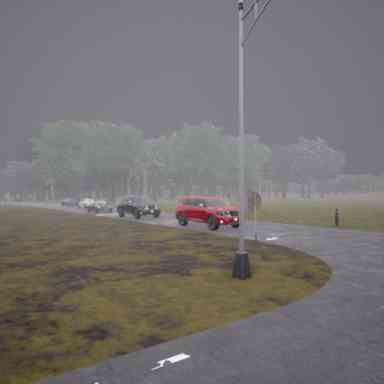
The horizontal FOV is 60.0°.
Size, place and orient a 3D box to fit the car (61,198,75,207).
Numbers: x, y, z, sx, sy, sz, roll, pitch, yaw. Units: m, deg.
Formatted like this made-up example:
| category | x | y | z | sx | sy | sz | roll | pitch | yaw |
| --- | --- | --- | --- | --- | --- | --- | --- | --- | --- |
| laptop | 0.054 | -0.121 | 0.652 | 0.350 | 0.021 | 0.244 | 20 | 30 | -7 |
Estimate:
| category | x | y | z | sx | sy | sz | roll | pitch | yaw |
| --- | --- | --- | --- | --- | --- | --- | --- | --- | --- |
| car | -21.811 | 1.782 | 59.096 | 2.128 | 1.511 | 4.902 | -2 | 0 | -36 |

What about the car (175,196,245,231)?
| category | x | y | z | sx | sy | sz | roll | pitch | yaw |
| --- | --- | --- | --- | --- | --- | --- | --- | --- | --- |
| car | 1.009 | 1.286 | 22.110 | 2.150 | 2.045 | 5.566 | -2 | 1 | -35 |

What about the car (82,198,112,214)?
| category | x | y | z | sx | sy | sz | roll | pitch | yaw |
| --- | --- | --- | --- | --- | --- | --- | --- | --- | --- |
| car | -10.799 | 1.671 | 38.642 | 1.812 | 1.442 | 4.674 | -2 | 1 | -35 |

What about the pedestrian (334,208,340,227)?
| category | x | y | z | sx | sy | sz | roll | pitch | yaw |
| --- | --- | --- | --- | --- | --- | --- | --- | --- | --- |
| pedestrian | 9.159 | 1.616 | 21.012 | 0.500 | 1.100 | 0.500 | -2 | 1 | -36 |

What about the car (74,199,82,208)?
| category | x | y | z | sx | sy | sz | roll | pitch | yaw |
| --- | --- | --- | --- | --- | --- | --- | --- | --- | --- |
| car | -15.967 | 1.706 | 50.930 | 1.812 | 1.442 | 4.674 | -2 | 1 | -36 |

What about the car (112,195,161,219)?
| category | x | y | z | sx | sy | sz | roll | pitch | yaw |
| --- | --- | --- | --- | --- | --- | --- | --- | --- | --- |
| car | -5.014 | 1.312 | 30.543 | 2.150 | 2.045 | 5.566 | -2 | 1 | -36 |
